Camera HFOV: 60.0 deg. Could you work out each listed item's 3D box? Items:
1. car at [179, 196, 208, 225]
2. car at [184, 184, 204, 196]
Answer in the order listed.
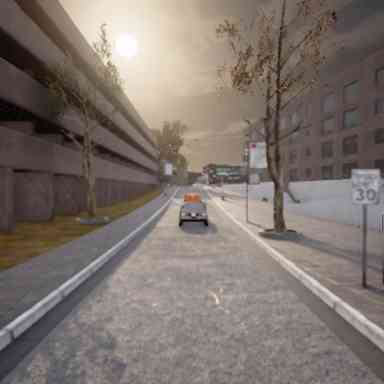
[{"bbox_3d":[0.091,1.285,21.745,2.033,1.411,5.357,0,2,0],"label":"car"},{"bbox_3d":[0.084,0.342,40.841,2.097,1.767,4.553,0,3,0],"label":"car"}]
